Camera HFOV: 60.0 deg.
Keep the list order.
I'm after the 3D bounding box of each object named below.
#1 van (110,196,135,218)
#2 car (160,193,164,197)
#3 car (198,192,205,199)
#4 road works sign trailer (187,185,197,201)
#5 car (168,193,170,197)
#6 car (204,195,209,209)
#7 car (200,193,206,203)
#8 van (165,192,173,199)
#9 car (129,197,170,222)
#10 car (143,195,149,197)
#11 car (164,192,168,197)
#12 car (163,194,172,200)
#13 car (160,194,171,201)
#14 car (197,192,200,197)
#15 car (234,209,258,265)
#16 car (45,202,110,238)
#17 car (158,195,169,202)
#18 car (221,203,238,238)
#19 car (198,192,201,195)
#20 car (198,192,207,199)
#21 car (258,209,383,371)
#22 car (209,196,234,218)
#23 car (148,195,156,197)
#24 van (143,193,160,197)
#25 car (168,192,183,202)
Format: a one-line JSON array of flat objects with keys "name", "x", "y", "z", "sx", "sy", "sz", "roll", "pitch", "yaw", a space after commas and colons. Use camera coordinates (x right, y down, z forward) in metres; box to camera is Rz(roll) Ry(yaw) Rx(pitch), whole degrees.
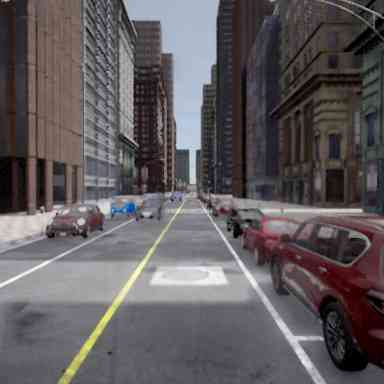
[{"name": "van", "x": -5.770, "y": 1.198, "z": 28.120, "sx": 1.690, "sy": 1.788, "sz": 3.998, "roll": 0, "pitch": 0, "yaw": 0}, {"name": "car", "x": -5.773, "y": 1.191, "z": 50.666, "sx": 1.967, "sy": 1.590, "sz": 4.097, "roll": 0, "pitch": 0, "yaw": 0}, {"name": "car", "x": 2.750, "y": 1.255, "z": 67.584, "sx": 1.802, "sy": 1.307, "sz": 4.206, "roll": 0, "pitch": 0, "yaw": 0}, {"name": "road works sign trailer", "x": -0.008, "y": 0.102, "z": 75.108, "sx": 2.380, "sy": 3.560, "sz": 2.880, "roll": 0, "pitch": 0, "yaw": 0}, {"name": "car", "x": -5.774, "y": 1.264, "z": 61.941, "sx": 1.947, "sy": 1.339, "sz": 4.313, "roll": 0, "pitch": 0, "yaw": 0}, {"name": "car", "x": 2.754, "y": 1.369, "z": 39.402, "sx": 1.947, "sy": 1.339, "sz": 4.313, "roll": 0, "pitch": 0, "yaw": 0}, {"name": "car", "x": 2.752, "y": 1.306, "z": 56.311, "sx": 1.802, "sy": 1.307, "sz": 4.206, "roll": 0, "pitch": 0, "yaw": 0}, {"name": "van", "x": -5.779, "y": 0.942, "z": 84.486, "sx": 1.690, "sy": 1.788, "sz": 3.998, "roll": 0, "pitch": 0, "yaw": 0}, {"name": "car", "x": -3.102, "y": 1.363, "z": 25.235, "sx": 2.128, "sy": 1.511, "sz": 4.902, "roll": 0, "pitch": 0, "yaw": 0}, {"name": "car", "x": -5.770, "y": 1.356, "z": 33.588, "sx": 1.752, "sy": 1.417, "sz": 4.829, "roll": 0, "pitch": 0, "yaw": 0}, {"name": "car", "x": -5.774, "y": 1.039, "z": 56.303, "sx": 2.192, "sy": 1.841, "sz": 5.009, "roll": 0, "pitch": 0, "yaw": 0}, {"name": "car", "x": -5.777, "y": 1.206, "z": 78.851, "sx": 1.802, "sy": 1.307, "sz": 4.206, "roll": 0, "pitch": 0, "yaw": 0}, {"name": "car", "x": -5.776, "y": 1.199, "z": 73.213, "sx": 2.008, "sy": 1.369, "sz": 4.403, "roll": 0, "pitch": 0, "yaw": 0}, {"name": "car", "x": 2.748, "y": 1.064, "z": 78.856, "sx": 1.967, "sy": 1.590, "sz": 4.097, "roll": 0, "pitch": 0, "yaw": 0}, {"name": "car", "x": 2.759, "y": 1.487, "z": 11.221, "sx": 1.887, "sy": 1.381, "sz": 4.507, "roll": 0, "pitch": 0, "yaw": 0}, {"name": "car", "x": -5.768, "y": 1.354, "z": 16.848, "sx": 1.967, "sy": 1.590, "sz": 4.097, "roll": 0, "pitch": 0, "yaw": 0}, {"name": "car", "x": -5.775, "y": 1.239, "z": 67.577, "sx": 1.947, "sy": 1.339, "sz": 4.313, "roll": 0, "pitch": 0, "yaw": 0}, {"name": "car", "x": 2.758, "y": 1.480, "z": 16.858, "sx": 1.947, "sy": 1.339, "sz": 4.313, "roll": 0, "pitch": 0, "yaw": 0}, {"name": "car", "x": 2.749, "y": 1.230, "z": 73.221, "sx": 1.802, "sy": 1.307, "sz": 4.206, "roll": 0, "pitch": 0, "yaw": 0}, {"name": "car", "x": 2.745, "y": 0.893, "z": 90.127, "sx": 2.192, "sy": 1.841, "sz": 5.009, "roll": 0, "pitch": 0, "yaw": 0}, {"name": "car", "x": 2.759, "y": 1.286, "z": 5.584, "sx": 2.192, "sy": 1.841, "sz": 5.009, "roll": 0, "pitch": 0, "yaw": 0}, {"name": "car", "x": 2.756, "y": 1.297, "z": 28.129, "sx": 1.967, "sy": 1.590, "sz": 4.097, "roll": 0, "pitch": 0, "yaw": 0}, {"name": "car", "x": -5.771, "y": 1.353, "z": 39.394, "sx": 2.008, "sy": 1.369, "sz": 4.403, "roll": 0, "pitch": 0, "yaw": 0}, {"name": "van", "x": -5.772, "y": 1.117, "z": 45.029, "sx": 1.690, "sy": 1.788, "sz": 3.998, "roll": 0, "pitch": 0, "yaw": 0}, {"name": "car", "x": -3.020, "y": 0.951, "z": 65.633, "sx": 2.150, "sy": 2.045, "sz": 5.566, "roll": 0, "pitch": 0, "yaw": 0}]
